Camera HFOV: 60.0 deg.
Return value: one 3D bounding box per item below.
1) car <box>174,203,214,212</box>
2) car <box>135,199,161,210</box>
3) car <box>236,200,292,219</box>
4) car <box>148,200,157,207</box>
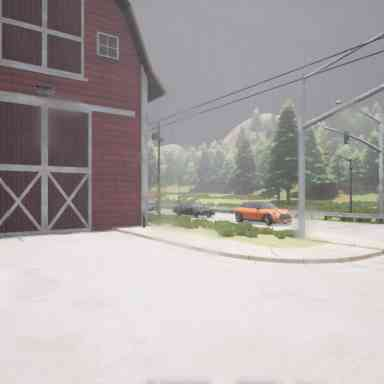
[{"bbox_3d":[0.060,1.771,33.457,2.033,1.411,5.357,0,0,-34],"label":"car"},{"bbox_3d":[-6.605,1.849,49.579,1.812,1.442,4.674,0,0,-34],"label":"car"},{"bbox_3d":[5.438,1.526,25.599,2.097,1.767,4.553,0,0,-34],"label":"car"},{"bbox_3d":[-5.560,1.841,41.674,1.994,1.385,4.181,0,0,-35],"label":"car"}]
